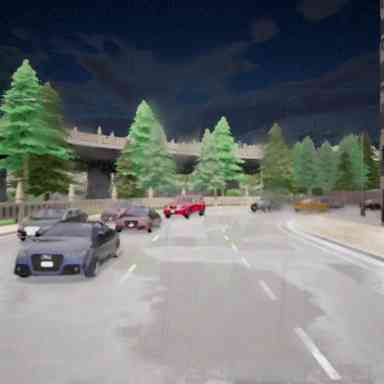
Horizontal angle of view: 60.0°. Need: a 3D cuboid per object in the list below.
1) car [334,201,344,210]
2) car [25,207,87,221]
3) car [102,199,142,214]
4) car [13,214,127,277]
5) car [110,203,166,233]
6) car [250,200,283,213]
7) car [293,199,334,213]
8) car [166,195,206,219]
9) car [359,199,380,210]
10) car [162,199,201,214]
[{"bbox_3d":[18.042,1.636,44.196,4.181,1.385,1.994,0,0,-21],"label":"car"},{"bbox_3d":[-6.774,1.518,16.763,2.128,1.511,4.902,0,0,4],"label":"car"},{"bbox_3d":[-5.359,1.394,26.683,2.097,1.767,4.553,0,0,16],"label":"car"},{"bbox_3d":[-3.521,1.580,10.134,1.994,1.385,4.181,0,0,1],"label":"car"},{"bbox_3d":[-3.080,1.596,19.970,1.994,1.385,4.181,0,0,6],"label":"car"},{"bbox_3d":[8.491,1.587,37.781,4.674,1.442,1.812,0,0,-42],"label":"car"},{"bbox_3d":[13.504,1.539,37.599,5.008,1.535,1.882,0,0,-38],"label":"car"},{"bbox_3d":[-0.528,1.270,30.355,2.150,2.045,5.566,0,0,24],"label":"car"},{"bbox_3d":[23.728,1.595,42.449,4.674,1.442,1.812,0,0,-12],"label":"car"},{"bbox_3d":[-1.037,1.564,36.539,1.837,1.490,4.892,0,0,32],"label":"car"}]
